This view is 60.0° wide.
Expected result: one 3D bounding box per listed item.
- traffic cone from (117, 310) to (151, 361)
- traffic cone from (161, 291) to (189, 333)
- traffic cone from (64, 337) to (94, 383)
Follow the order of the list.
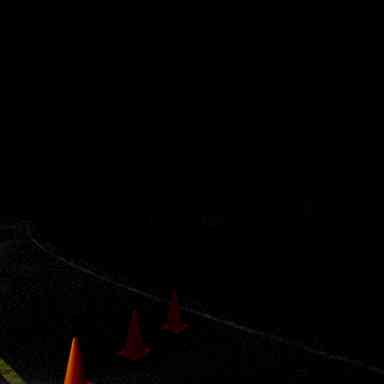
[{"bbox_3d":[-0.800,1.938,4.613,0.340,0.580,0.340,1,1,31],"label":"traffic cone"},{"bbox_3d":[-0.281,1.931,5.464,0.340,0.580,0.340,1,1,31],"label":"traffic cone"},{"bbox_3d":[-1.318,1.945,3.762,0.340,0.580,0.340,1,1,31],"label":"traffic cone"}]
